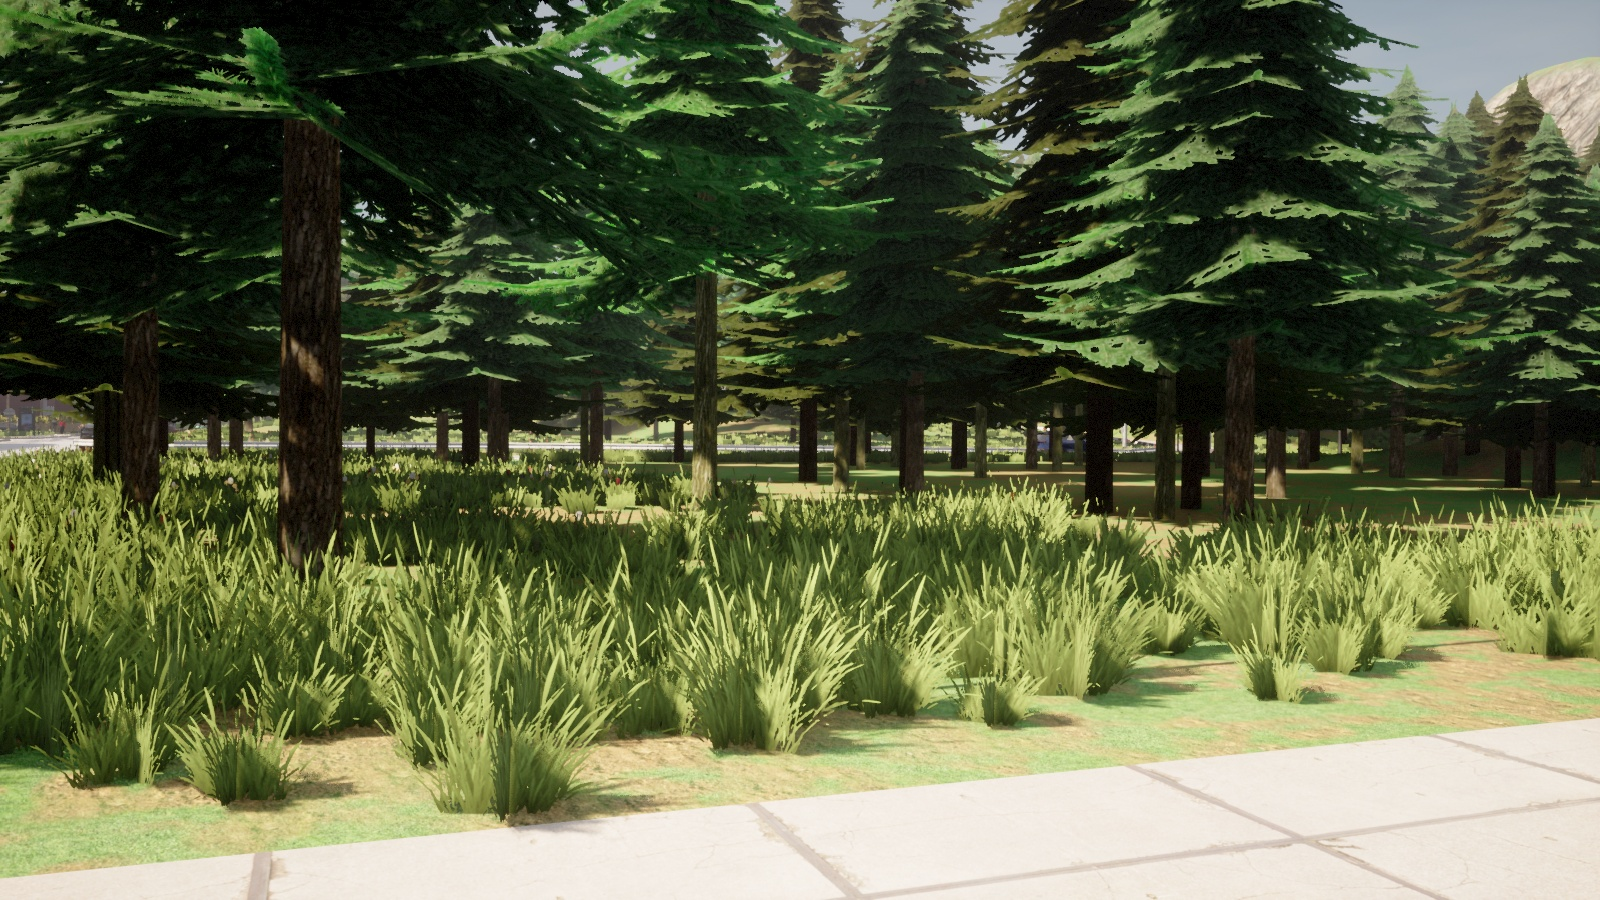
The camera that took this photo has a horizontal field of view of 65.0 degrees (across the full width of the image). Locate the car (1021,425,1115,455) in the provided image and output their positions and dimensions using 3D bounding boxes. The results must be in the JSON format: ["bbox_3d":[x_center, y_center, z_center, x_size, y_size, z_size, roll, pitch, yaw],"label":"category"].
[{"bbox_3d":[15.093,-0.577,70.702,4.856,1.649,2.033,-1,1,-22],"label":"car"}]
